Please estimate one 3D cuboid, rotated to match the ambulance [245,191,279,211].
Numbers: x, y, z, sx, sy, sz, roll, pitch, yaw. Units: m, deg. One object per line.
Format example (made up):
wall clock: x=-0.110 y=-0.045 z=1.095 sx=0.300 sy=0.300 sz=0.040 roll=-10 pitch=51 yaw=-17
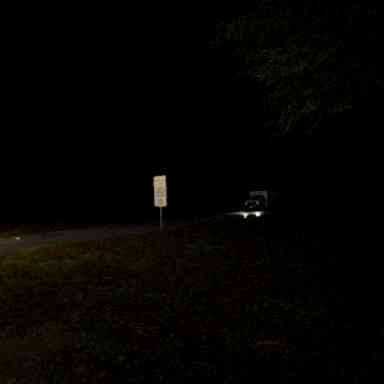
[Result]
ambulance: x=8.767 y=1.096 z=41.650 sx=2.351 sy=2.431 sz=6.366 roll=-3 pitch=-2 yaw=35
